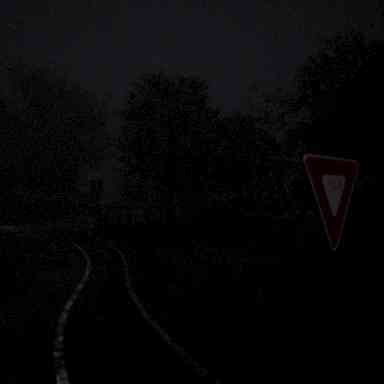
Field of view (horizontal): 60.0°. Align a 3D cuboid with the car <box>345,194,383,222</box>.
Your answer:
[{"bbox_3d":[12.899,1.157,22.778,2.150,2.045,5.566,0,-1,-33],"label":"car"}]

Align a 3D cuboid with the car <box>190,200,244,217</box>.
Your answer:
[{"bbox_3d":[2.340,1.498,31.133,5.008,1.535,1.882,0,0,-3],"label":"car"}]
